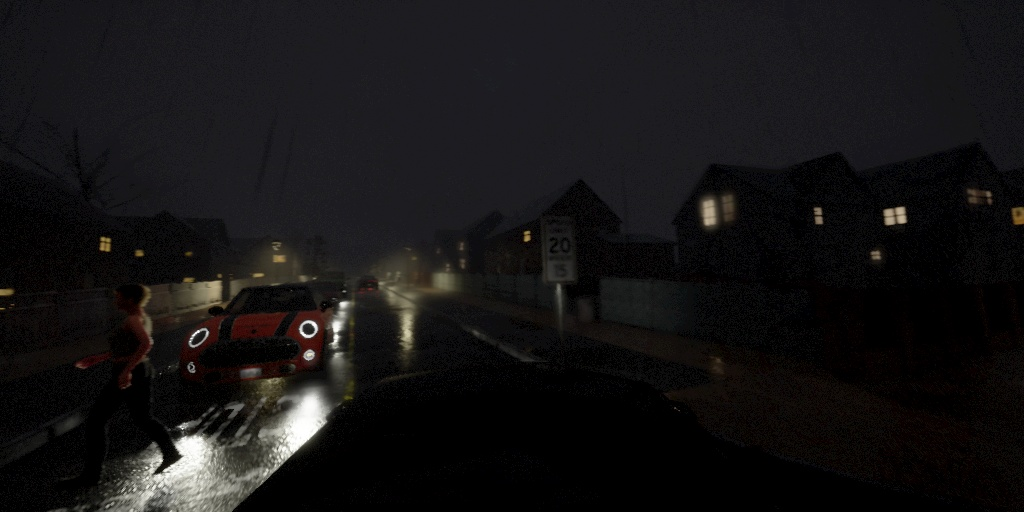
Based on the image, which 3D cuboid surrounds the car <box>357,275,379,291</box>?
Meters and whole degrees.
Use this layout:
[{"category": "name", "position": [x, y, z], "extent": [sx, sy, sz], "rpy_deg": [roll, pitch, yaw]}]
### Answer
[{"category": "car", "position": [-15.000, 2.787, 37.515], "extent": [1.882, 1.535, 5.008], "rpy_deg": [0, -2, -23]}]

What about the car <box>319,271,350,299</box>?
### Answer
[{"category": "car", "position": [-13.537, 2.132, 26.989], "extent": [2.150, 2.045, 5.566], "rpy_deg": [0, -2, -24]}]

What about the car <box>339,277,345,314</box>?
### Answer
[{"category": "car", "position": [-9.220, 1.947, 17.150], "extent": [1.882, 1.535, 5.008], "rpy_deg": [0, -2, -24]}]

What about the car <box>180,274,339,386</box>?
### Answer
[{"category": "car", "position": [-5.163, 1.406, 7.908], "extent": [2.097, 1.767, 4.553], "rpy_deg": [0, -2, -24]}]

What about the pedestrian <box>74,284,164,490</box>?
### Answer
[{"category": "pedestrian", "position": [-3.627, 1.157, 3.398], "extent": [0.375, 1.860, 0.375], "rpy_deg": [2, -6, -23]}]
